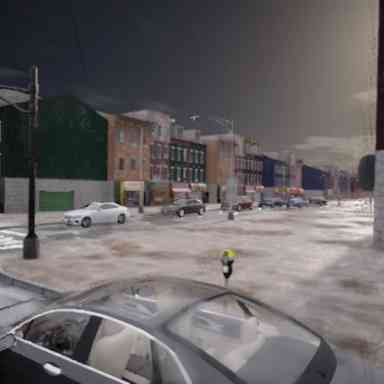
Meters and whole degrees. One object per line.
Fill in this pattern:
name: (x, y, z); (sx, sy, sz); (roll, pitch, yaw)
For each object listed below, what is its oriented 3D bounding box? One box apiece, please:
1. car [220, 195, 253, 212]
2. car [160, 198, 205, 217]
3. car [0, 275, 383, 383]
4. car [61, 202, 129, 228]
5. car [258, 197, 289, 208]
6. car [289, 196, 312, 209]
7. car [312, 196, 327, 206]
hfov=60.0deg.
car: (4.998, 1.161, 36.687); (2.097, 1.767, 4.553); (2, 1, 36)
car: (-0.700, 1.311, 28.726); (1.837, 1.490, 4.892); (2, 1, 36)
car: (-0.604, 1.545, 3.222); (4.403, 1.369, 2.008); (0, 1, 36)
car: (-6.033, 1.368, 21.263); (1.812, 1.442, 4.674); (2, 1, 34)
car: (10.715, 1.390, 44.647); (2.033, 1.411, 5.357); (2, 1, 36)
car: (14.024, 1.440, 44.371); (1.812, 1.442, 4.674); (2, 1, 36)
car: (19.965, 1.430, 52.781); (1.882, 1.535, 5.008); (2, 1, 36)
